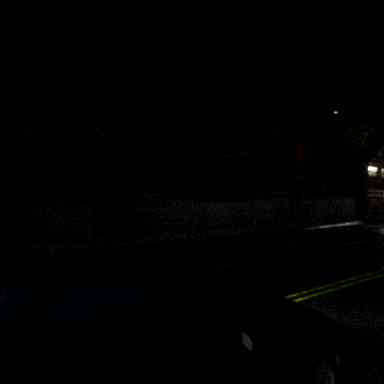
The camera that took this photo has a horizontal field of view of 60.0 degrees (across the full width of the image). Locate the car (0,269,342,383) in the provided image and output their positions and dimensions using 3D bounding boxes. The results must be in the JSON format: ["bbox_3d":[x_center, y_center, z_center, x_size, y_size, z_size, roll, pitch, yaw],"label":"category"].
[{"bbox_3d":[-0.639,1.485,2.981,5.008,1.535,1.882,0,0,-36],"label":"car"}]
